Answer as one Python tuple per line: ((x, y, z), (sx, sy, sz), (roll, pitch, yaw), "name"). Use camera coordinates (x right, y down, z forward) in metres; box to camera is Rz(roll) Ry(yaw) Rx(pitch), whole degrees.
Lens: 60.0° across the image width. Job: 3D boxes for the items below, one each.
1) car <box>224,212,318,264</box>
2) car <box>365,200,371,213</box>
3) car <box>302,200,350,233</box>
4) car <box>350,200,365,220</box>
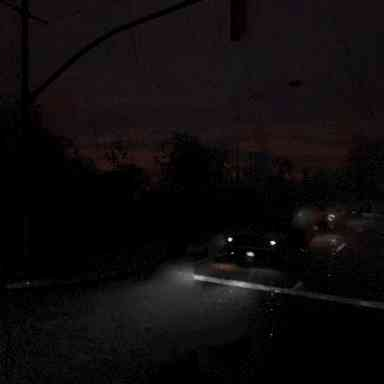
((3.004, 1.631, 12.264), (1.895, 1.301, 4.718), (0, 0, 33), "car")
((19.030, 1.591, 37.470), (2.033, 1.411, 5.357), (0, 0, 33), "car")
((7.828, 1.388, 19.865), (2.097, 1.767, 4.553), (0, 0, 32), "car")
((13.386, 1.517, 28.635), (1.882, 1.535, 5.008), (0, 0, 32), "car")
